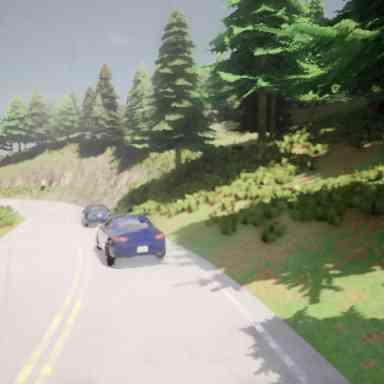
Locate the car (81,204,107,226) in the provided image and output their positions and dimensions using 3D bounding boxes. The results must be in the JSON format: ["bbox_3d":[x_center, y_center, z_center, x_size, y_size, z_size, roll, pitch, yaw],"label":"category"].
[{"bbox_3d":[-6.936,1.600,24.063,2.033,1.411,5.357,-2,0,-21],"label":"car"}]

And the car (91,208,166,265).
[{"bbox_3d":[-2.289,1.511,11.779,1.812,1.442,4.674,-2,0,-22],"label":"car"}]
